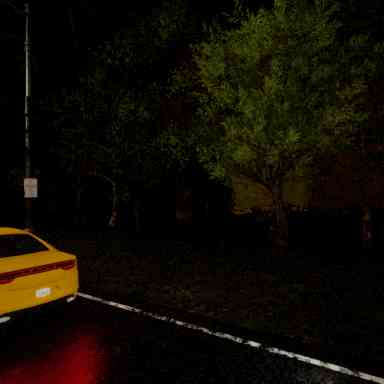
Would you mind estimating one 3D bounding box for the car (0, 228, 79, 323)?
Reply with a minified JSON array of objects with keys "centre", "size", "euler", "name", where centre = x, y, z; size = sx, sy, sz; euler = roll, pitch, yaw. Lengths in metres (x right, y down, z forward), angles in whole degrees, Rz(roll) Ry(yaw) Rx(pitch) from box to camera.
[{"centre":[-4.439,1.476,6.866],"size":[5.008,1.535,1.882],"euler":[0,1,36],"name":"car"}]
